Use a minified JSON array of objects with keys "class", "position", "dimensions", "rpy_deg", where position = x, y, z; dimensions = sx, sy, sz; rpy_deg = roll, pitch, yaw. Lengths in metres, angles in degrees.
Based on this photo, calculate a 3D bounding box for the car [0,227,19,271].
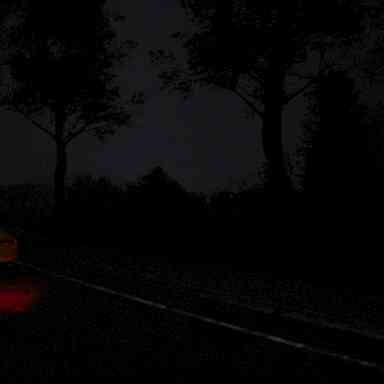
[{"class":"car","position":[-6.975,1.503,9.943],"dimensions":[5.008,1.535,1.882],"rpy_deg":[0,0,41]}]
